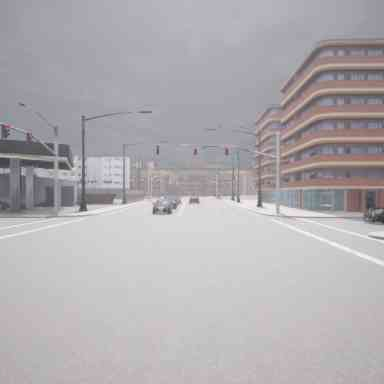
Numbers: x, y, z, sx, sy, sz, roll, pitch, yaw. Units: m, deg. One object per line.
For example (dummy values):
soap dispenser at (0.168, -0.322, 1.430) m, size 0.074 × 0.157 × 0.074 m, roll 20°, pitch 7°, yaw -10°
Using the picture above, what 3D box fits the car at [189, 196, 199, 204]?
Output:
car at (0.442, 1.527, 65.789) m, size 1.812 × 1.442 × 4.674 m, roll 0°, pitch -1°, yaw 0°

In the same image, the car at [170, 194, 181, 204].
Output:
car at (-3.198, 1.352, 65.091) m, size 2.097 × 1.767 × 4.553 m, roll 0°, pitch 0°, yaw 0°

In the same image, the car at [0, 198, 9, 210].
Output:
car at (-23.937, 1.456, 39.397) m, size 3.806 × 1.475 × 1.970 m, roll 0°, pitch 0°, yaw 1°

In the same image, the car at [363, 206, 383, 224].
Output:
car at (14.727, 1.352, 23.648) m, size 4.553 × 1.767 × 2.097 m, roll 0°, pitch 0°, yaw 1°

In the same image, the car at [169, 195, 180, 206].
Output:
car at (-3.126, 1.352, 44.919) m, size 2.097 × 1.767 × 4.553 m, roll 0°, pitch 0°, yaw 0°

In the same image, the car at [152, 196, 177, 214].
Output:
car at (-3.070, 1.492, 35.201) m, size 2.128 × 1.511 × 4.902 m, roll 0°, pitch 0°, yaw 0°
